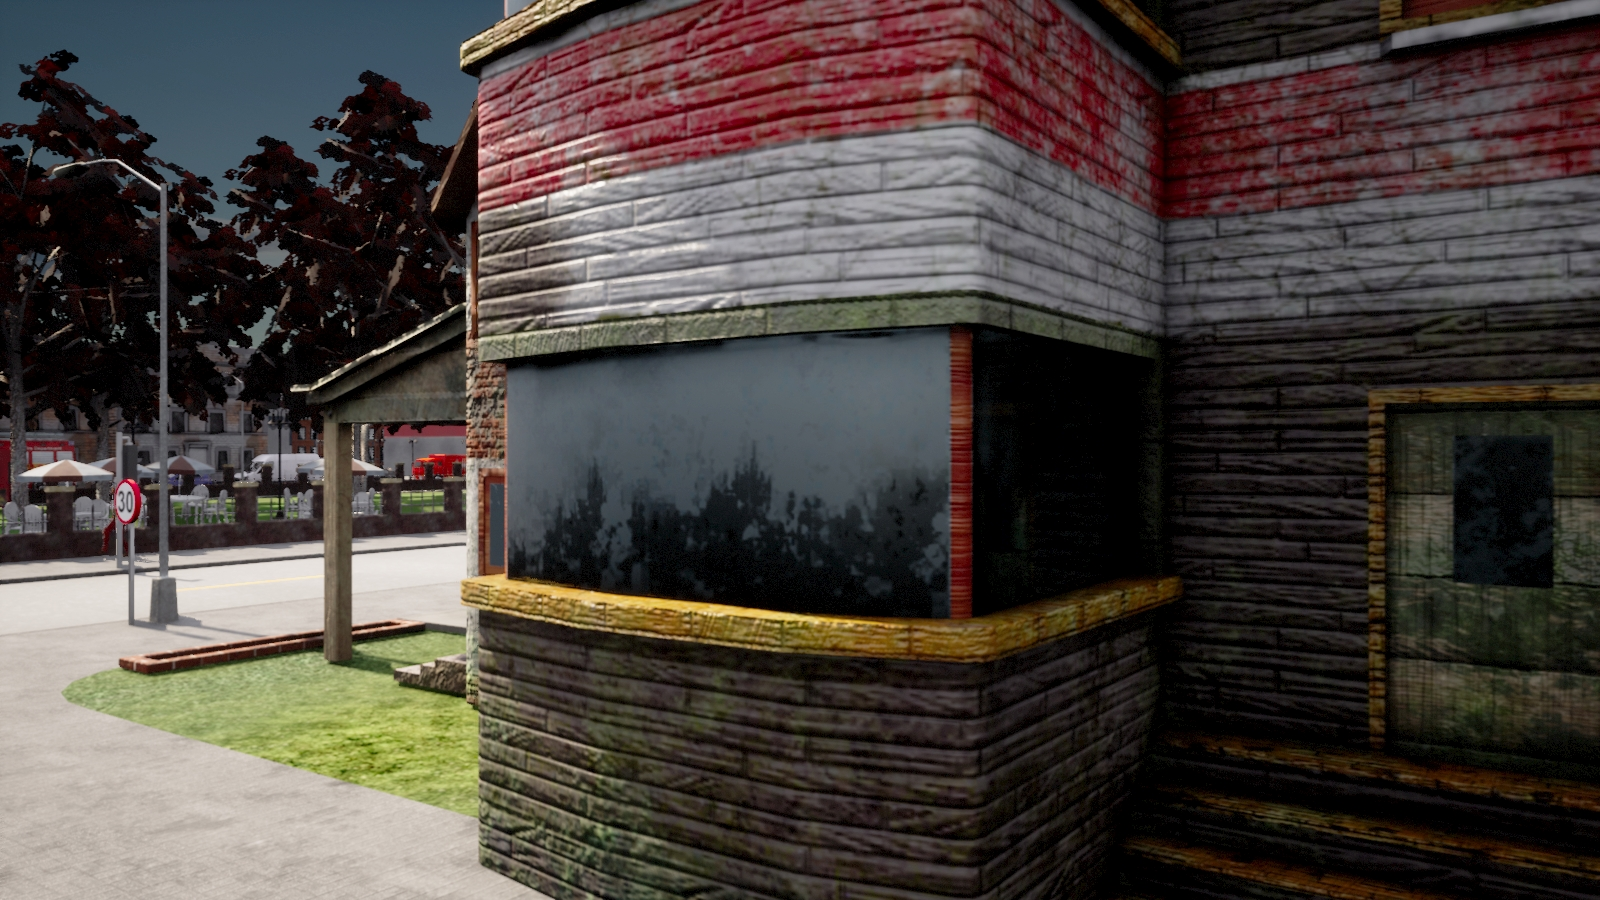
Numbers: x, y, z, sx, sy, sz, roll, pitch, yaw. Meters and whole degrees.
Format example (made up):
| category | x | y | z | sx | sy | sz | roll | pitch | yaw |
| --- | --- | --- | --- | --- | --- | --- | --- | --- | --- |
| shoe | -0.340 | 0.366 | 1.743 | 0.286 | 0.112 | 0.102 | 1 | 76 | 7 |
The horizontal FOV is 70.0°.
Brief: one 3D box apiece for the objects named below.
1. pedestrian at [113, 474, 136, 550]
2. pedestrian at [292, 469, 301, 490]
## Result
| category | x | y | z | sx | sy | sz | roll | pitch | yaw |
| --- | --- | --- | --- | --- | --- | --- | --- | --- | --- |
| pedestrian | -16.832 | 1.530 | 28.472 | 0.375 | 1.860 | 0.375 | 0 | 0 | 36 |
| pedestrian | -31.048 | 1.834 | 70.504 | 0.375 | 1.300 | 0.375 | 0 | 0 | 34 |
